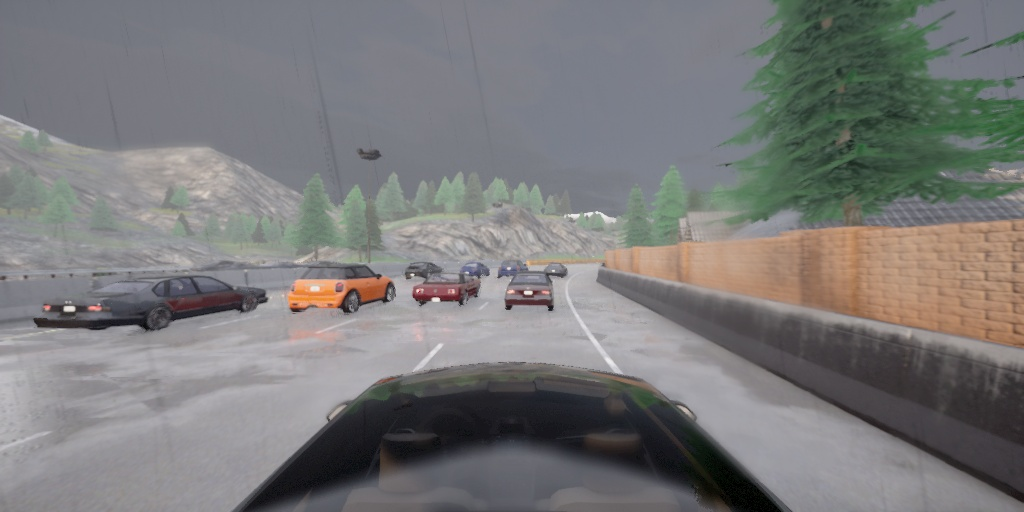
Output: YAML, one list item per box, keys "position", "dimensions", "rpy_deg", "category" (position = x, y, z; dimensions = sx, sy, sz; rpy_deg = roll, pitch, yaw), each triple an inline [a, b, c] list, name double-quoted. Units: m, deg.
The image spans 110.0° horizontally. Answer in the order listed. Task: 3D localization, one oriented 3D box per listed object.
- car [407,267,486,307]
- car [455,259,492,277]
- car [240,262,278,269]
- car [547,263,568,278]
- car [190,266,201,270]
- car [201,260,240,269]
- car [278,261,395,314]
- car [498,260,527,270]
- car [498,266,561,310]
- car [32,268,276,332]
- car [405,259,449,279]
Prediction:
- position: [-2.613, 1.348, 15.562]
  dimensions: [1.895, 1.301, 4.718]
  rpy_deg: [0, 0, 6]
  category: "car"
- position: [-3.390, 1.278, 32.920]
  dimensions: [1.812, 1.442, 4.674]
  rpy_deg: [0, 0, 12]
  category: "car"
- position: [-21.432, 1.247, 33.004]
  dimensions: [2.033, 1.411, 5.357]
  rpy_deg: [0, 0, 11]
  category: "car"
- position: [4.292, 1.339, 35.003]
  dimensions: [1.994, 1.385, 4.181]
  rpy_deg: [0, 0, 13]
  category: "car"
- position: [-28.206, 1.187, 34.603]
  dimensions: [1.837, 1.490, 4.892]
  rpy_deg: [0, -1, 11]
  category: "car"
- position: [-25.029, 1.253, 32.567]
  dimensions: [1.994, 1.385, 4.181]
  rpy_deg: [0, 0, 11]
  category: "car"
- position: [-6.259, 1.088, 13.795]
  dimensions: [2.097, 1.767, 4.553]
  rpy_deg: [0, 0, 4]
  category: "car"
- position: [0.176, 1.114, 32.725]
  dimensions: [2.097, 1.767, 4.553]
  rpy_deg: [0, 0, 12]
  category: "car"
- position: [0.801, 1.305, 14.761]
  dimensions: [2.033, 1.411, 5.357]
  rpy_deg: [0, 0, 6]
  category: "car"
- position: [-10.043, 1.272, 10.776]
  dimensions: [2.033, 1.411, 5.357]
  rpy_deg: [0, 0, 4]
  category: "car"
- position: [-7.407, 1.244, 30.653]
  dimensions: [1.837, 1.490, 4.892]
  rpy_deg: [0, 0, 11]
  category: "car"
